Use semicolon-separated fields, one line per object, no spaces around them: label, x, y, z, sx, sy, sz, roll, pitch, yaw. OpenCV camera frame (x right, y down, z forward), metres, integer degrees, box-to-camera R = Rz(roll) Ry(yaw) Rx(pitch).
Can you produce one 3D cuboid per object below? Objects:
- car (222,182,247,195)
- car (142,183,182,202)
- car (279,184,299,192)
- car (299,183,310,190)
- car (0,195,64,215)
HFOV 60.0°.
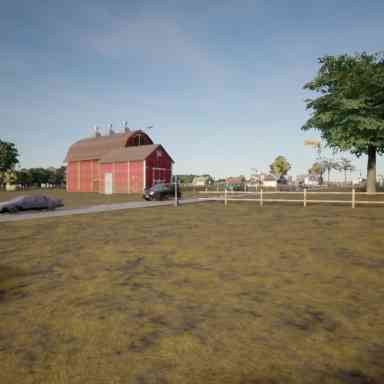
car;7.028;-0.624;54.303;2.150;2.045;5.566;0;2;35
car;-3.431;0.016;39.727;2.150;2.045;5.566;0;2;36
car;18.927;-0.825;66.119;2.033;1.411;5.357;0;2;35
car;24.957;-1.183;74.773;1.837;1.490;4.892;0;2;35
car;-12.929;0.942;26.385;2.033;1.411;5.357;0;2;35
